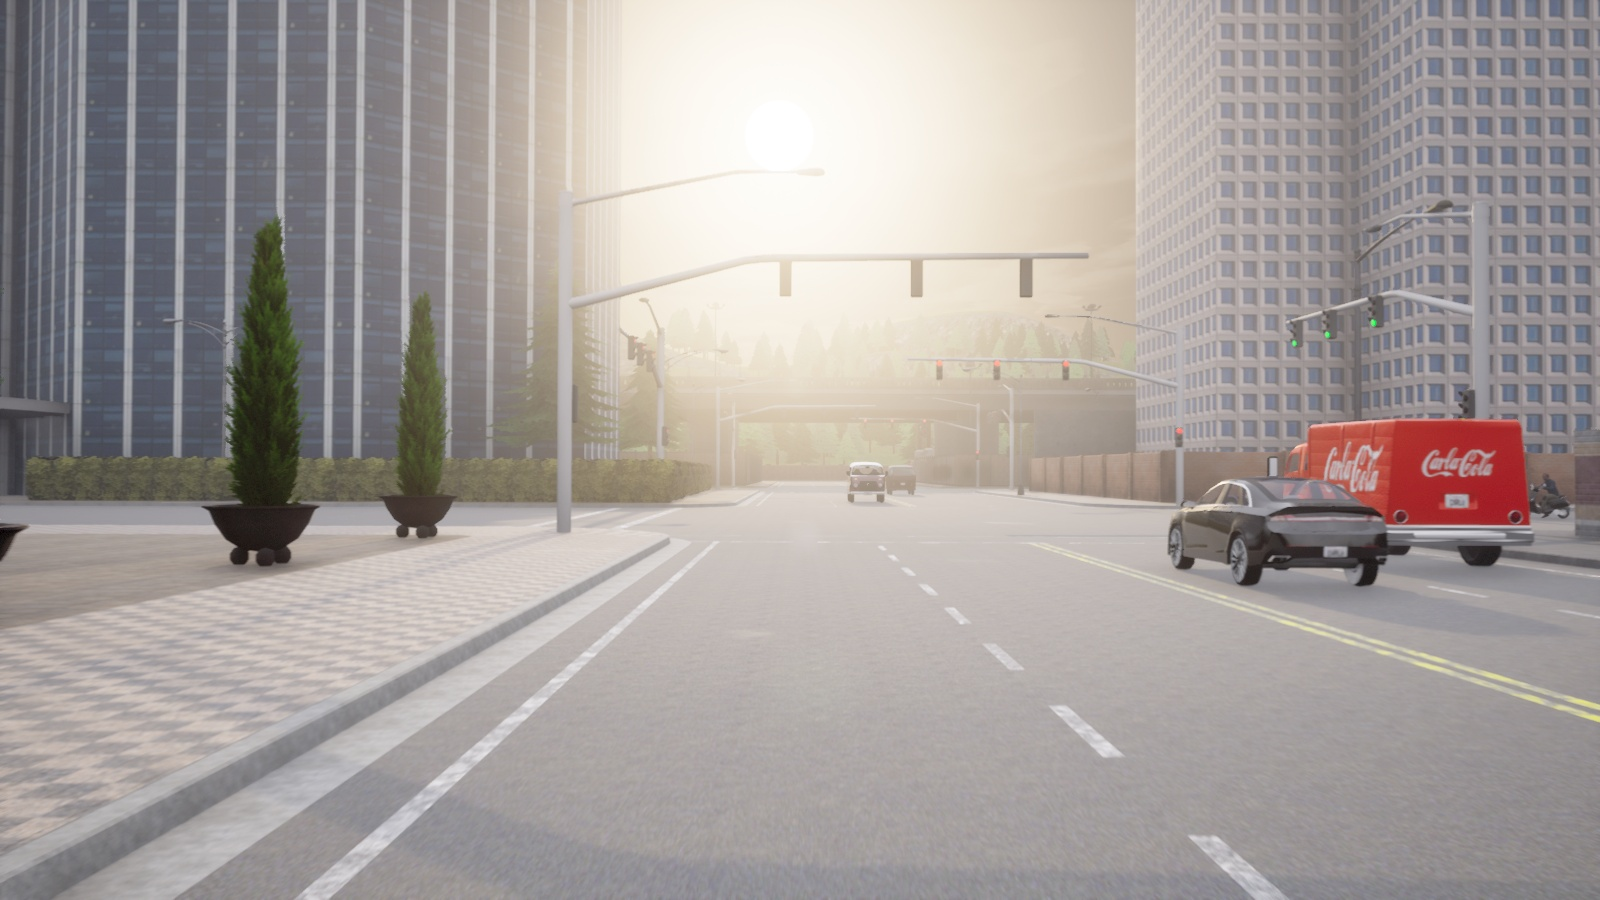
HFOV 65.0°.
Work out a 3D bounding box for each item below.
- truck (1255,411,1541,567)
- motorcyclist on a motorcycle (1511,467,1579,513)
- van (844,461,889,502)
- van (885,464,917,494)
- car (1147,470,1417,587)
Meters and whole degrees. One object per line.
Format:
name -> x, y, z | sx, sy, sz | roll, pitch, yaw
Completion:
truck -> 10.443, 0.664, 22.550 | 2.627, 2.467, 5.204 | 0, -1, 0
motorcyclist on a motorcycle -> 26.084, 1.400, 43.988 | 1.817, 1.590, 0.866 | 0, -1, 0
van -> 3.343, 1.597, 64.035 | 2.069, 2.038, 4.480 | 0, -1, 0
van -> 6.792, 1.965, 85.093 | 1.775, 1.987, 4.442 | 0, -1, 0
car -> 6.953, 1.058, 18.802 | 2.128, 1.511, 4.902 | 0, -1, 0
